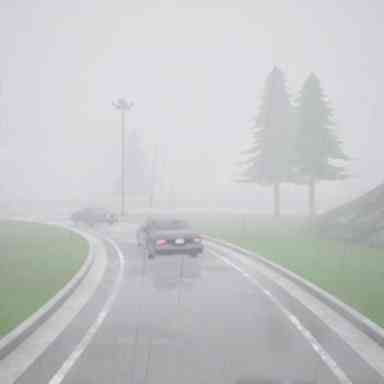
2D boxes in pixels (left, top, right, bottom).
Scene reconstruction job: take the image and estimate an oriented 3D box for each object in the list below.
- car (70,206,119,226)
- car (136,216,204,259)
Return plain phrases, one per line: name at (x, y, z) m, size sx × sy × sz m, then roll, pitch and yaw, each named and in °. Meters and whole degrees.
car at (-7.576, 1.794, 25.544) m, size 2.033 × 1.411 × 5.357 m, roll 0°, pitch -1°, yaw -40°
car at (-1.070, 1.673, 13.244) m, size 2.033 × 1.411 × 5.357 m, roll 0°, pitch -1°, yaw -15°
